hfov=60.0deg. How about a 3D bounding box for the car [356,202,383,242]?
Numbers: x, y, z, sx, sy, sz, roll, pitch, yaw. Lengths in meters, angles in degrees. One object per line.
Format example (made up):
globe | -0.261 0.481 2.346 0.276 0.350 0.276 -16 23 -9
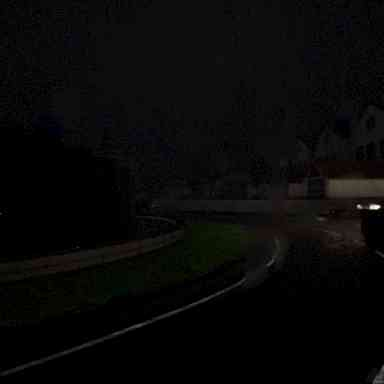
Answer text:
car | 8.803 1.314 13.978 2.097 1.767 4.553 -1 0 11

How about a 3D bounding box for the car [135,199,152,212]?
car | -7.201 1.866 43.999 2.128 1.511 4.902 -1 0 -29

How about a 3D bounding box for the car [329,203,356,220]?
car | 13.973 1.512 26.881 5.357 1.411 2.033 -1 0 16

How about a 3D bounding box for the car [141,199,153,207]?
car | -8.837 2.050 65.075 1.812 1.442 4.674 -1 0 -1
